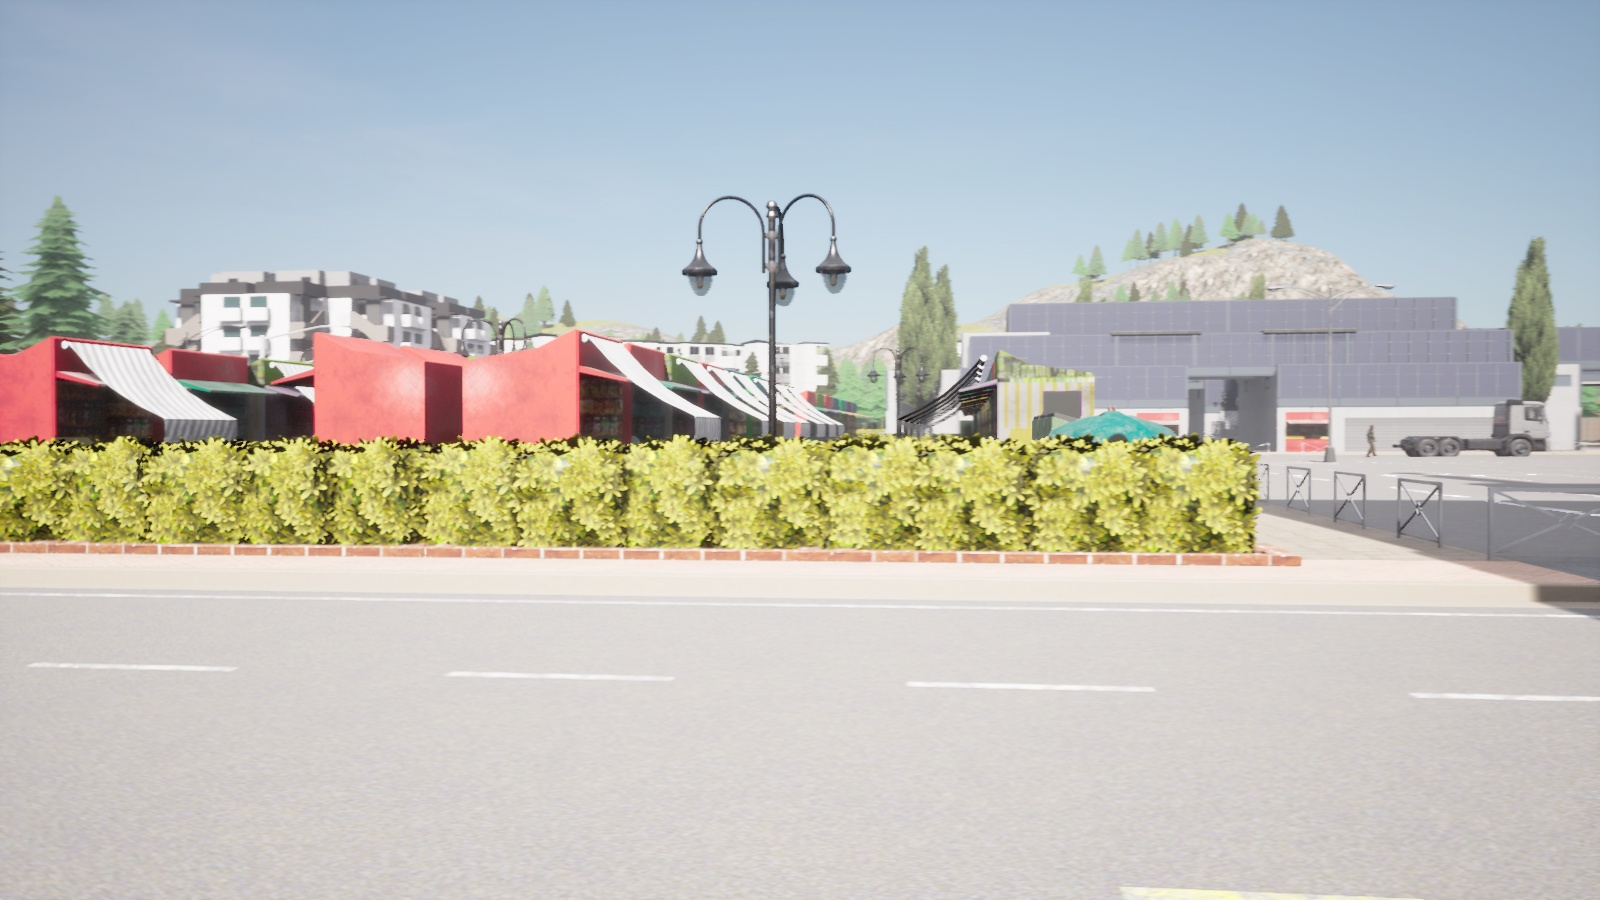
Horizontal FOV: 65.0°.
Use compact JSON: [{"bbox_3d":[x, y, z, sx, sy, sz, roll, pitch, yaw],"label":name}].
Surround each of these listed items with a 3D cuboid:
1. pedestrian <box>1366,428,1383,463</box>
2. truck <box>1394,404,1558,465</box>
[{"bbox_3d":[31.797,-0.260,69.501,0.395,1.930,0.692,0,1,-30],"label":"pedestrian"},{"bbox_3d":[39.651,-0.925,73.894,7.936,3.462,2.891,0,1,9],"label":"truck"}]
